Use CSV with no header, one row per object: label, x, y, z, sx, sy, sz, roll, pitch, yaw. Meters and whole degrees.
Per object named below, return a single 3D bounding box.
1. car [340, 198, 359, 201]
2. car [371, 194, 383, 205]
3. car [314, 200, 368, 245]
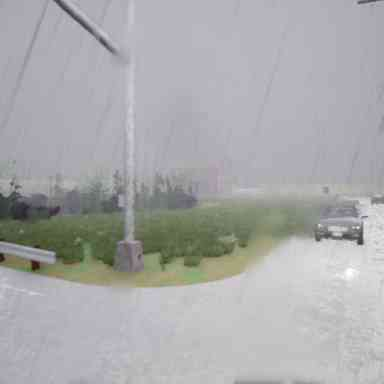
car,12.326,1.283,26.103,1.837,1.490,4.892,1,1,27
car,27.592,1.090,49.292,1.882,1.535,5.008,1,1,27
car,6.773,1.358,15.127,2.128,1.511,4.902,1,1,27
